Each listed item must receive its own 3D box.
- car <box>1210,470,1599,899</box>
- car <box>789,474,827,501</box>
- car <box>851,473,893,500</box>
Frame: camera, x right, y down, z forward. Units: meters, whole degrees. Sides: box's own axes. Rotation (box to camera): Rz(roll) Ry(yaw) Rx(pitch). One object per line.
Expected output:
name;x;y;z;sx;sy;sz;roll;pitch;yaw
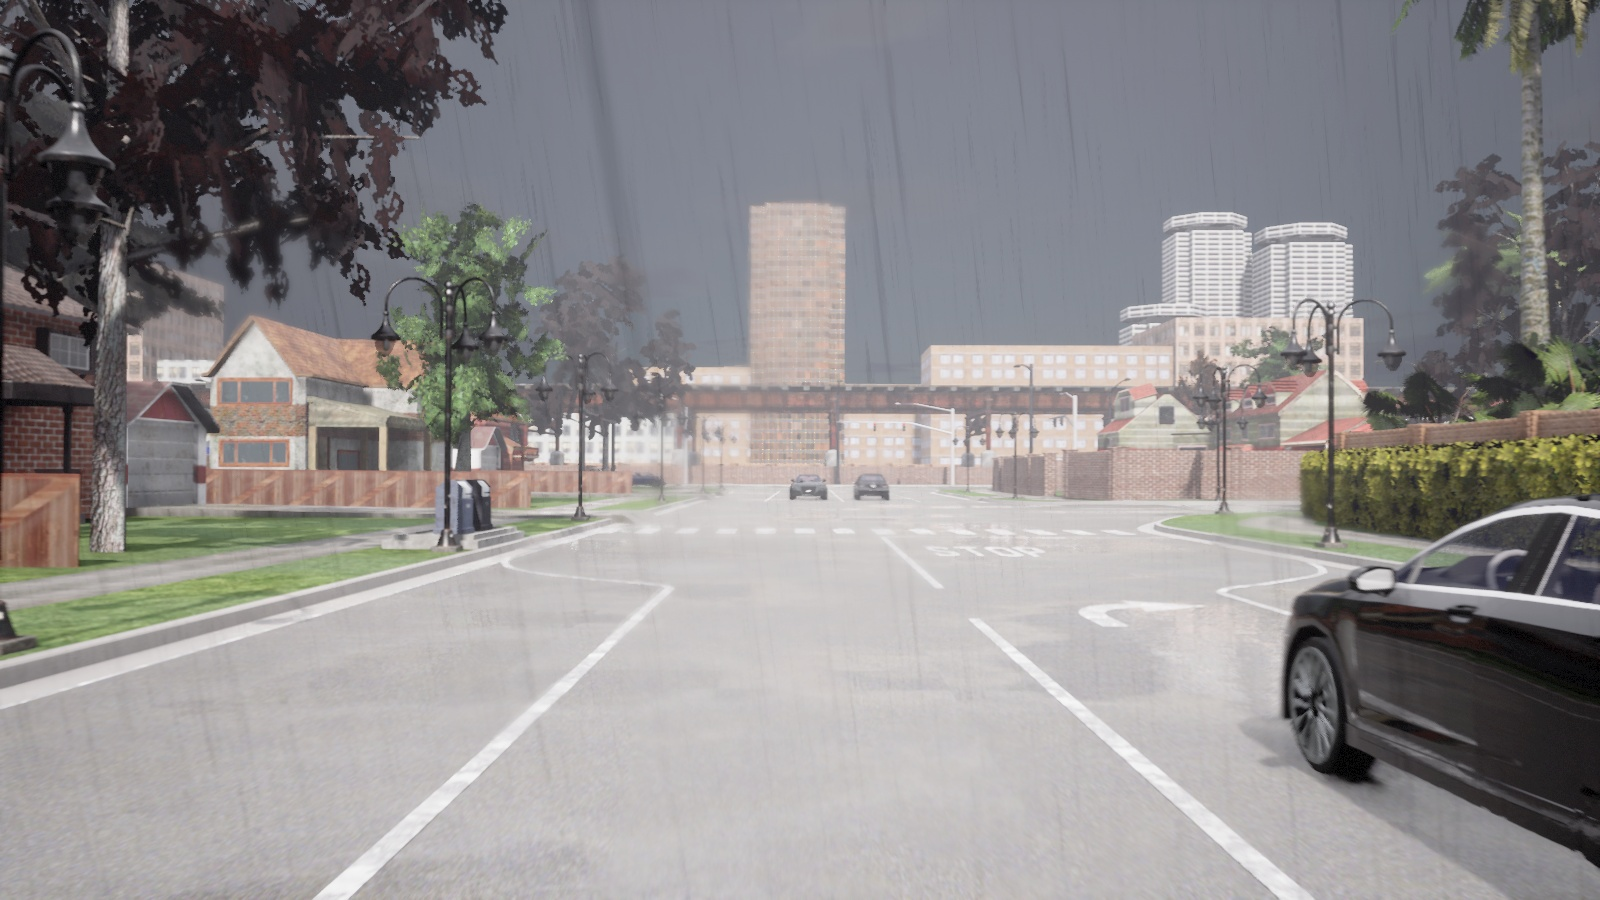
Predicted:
car;3.551;0.843;5.183;2.128;1.511;4.902;0;-1;0
car;0.446;2.021;68.470;1.994;1.385;4.181;0;-1;0
car;3.955;2.013;69.790;2.033;1.411;5.357;0;-1;0
